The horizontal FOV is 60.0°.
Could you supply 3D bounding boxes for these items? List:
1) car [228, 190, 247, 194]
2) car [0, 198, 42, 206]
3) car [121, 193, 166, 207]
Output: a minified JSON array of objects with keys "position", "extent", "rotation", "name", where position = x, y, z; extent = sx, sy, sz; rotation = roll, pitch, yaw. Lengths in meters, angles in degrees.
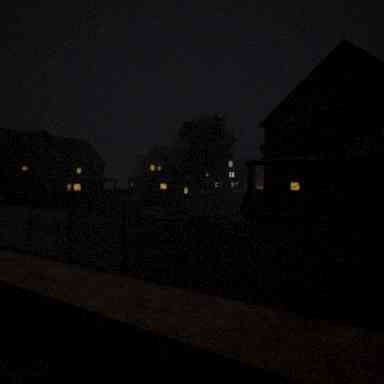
[{"position":[6.562,0.370,46.891],"extent":[1.994,1.385,4.181],"rotation":[2,2,36],"name":"car"},{"position":[-12.045,1.099,20.914],"extent":[2.033,1.411,5.357],"rotation":[1,2,35],"name":"car"},{"position":[-4.615,0.799,31.327],"extent":[2.033,1.411,5.357],"rotation":[1,2,35],"name":"car"}]
